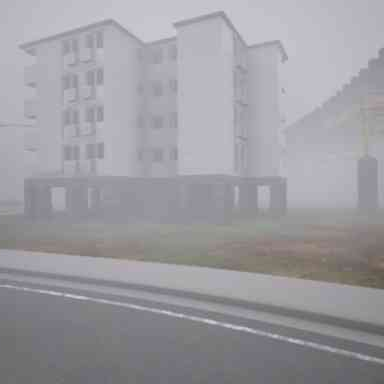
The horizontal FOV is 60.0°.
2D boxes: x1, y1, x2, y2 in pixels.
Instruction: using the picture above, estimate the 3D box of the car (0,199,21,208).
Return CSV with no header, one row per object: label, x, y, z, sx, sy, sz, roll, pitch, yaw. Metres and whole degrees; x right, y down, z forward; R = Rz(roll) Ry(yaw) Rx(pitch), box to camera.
car,-31.877,1.951,58.018,1.882,1.535,5.008,0,0,1
